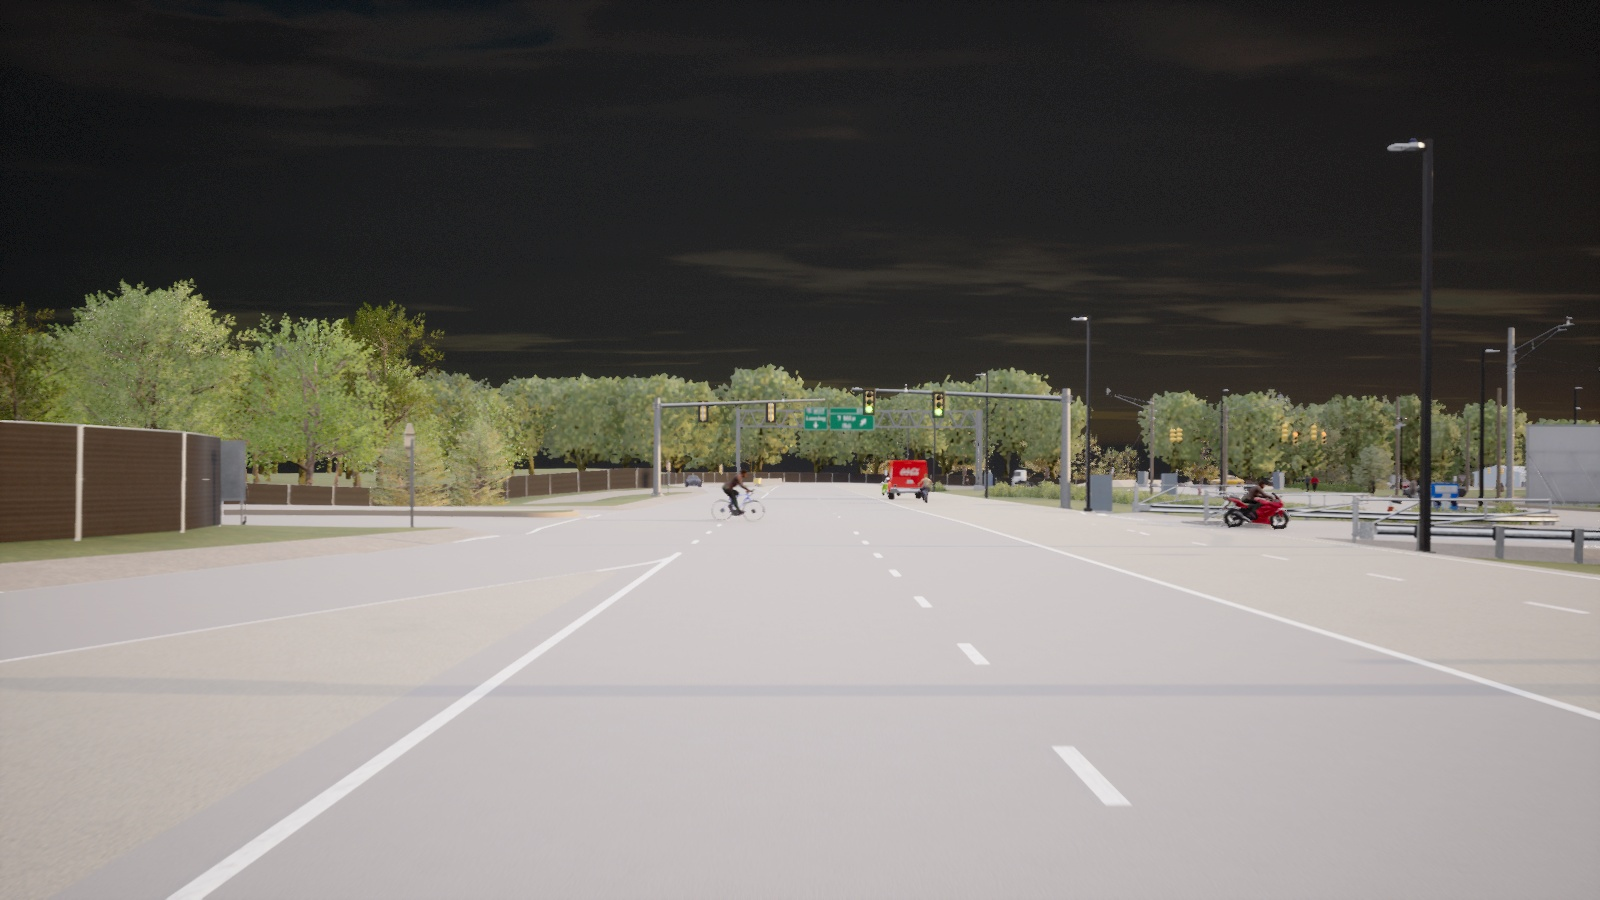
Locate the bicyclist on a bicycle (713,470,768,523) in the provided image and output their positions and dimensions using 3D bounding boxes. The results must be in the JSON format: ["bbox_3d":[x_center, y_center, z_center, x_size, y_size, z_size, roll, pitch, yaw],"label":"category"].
[{"bbox_3d":[-1.813,1.425,38.686,1.656,1.620,0.582,0,-1,0],"label":"bicyclist on a bicycle"}]

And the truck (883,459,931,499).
[{"bbox_3d":[6.800,1.846,80.371,2.627,2.467,5.204,0,-1,0],"label":"truck"}]

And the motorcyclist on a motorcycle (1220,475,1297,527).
[{"bbox_3d":[14.141,1.577,38.741,2.044,1.523,0.797,2,-1,0],"label":"motorcyclist on a motorcycle"}]
